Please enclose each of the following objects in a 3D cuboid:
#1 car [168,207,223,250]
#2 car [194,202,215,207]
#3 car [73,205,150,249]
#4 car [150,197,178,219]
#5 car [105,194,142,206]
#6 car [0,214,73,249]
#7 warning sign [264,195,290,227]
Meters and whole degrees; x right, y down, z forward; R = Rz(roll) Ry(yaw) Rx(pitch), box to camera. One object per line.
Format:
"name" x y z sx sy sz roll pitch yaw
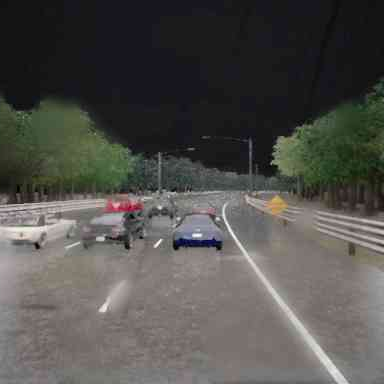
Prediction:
"car" 0.264 1.563 14.201 1.994 1.385 4.181 0 0 2
"car" 1.063 1.535 28.858 1.994 1.385 4.181 0 0 4
"car" -3.234 1.523 14.327 1.812 1.442 4.674 0 0 2
"car" -2.430 1.329 29.083 2.097 1.767 4.553 0 0 4
"car" -5.916 1.221 29.396 2.150 2.045 5.566 0 0 4
"car" -6.730 1.607 14.485 1.895 1.301 4.718 0 0 2
"warning sign" 5.063 1.095 19.901 1.300 1.860 1.060 0 0 3
